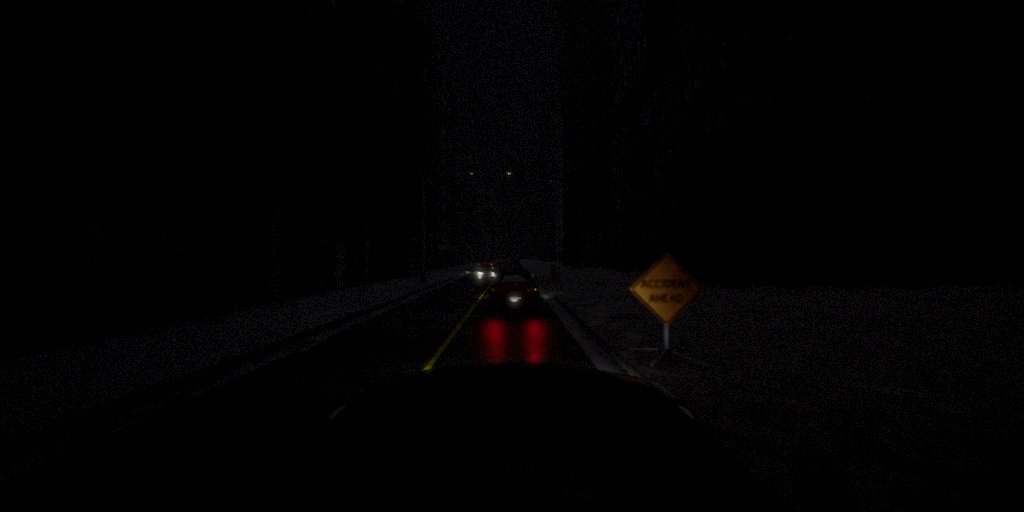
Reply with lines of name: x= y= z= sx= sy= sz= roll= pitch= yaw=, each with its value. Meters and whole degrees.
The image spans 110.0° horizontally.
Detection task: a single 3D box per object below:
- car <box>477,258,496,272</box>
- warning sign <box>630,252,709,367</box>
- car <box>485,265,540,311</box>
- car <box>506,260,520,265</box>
car: x=-3.087 y=1.028 z=44.466 sx=2.097 sy=1.767 sz=4.553 roll=0 pitch=0 yaw=0
warning sign: x=2.717 y=0.858 z=6.325 sx=1.300 sy=1.860 sz=1.060 roll=0 pitch=0 yaw=0
car: x=0.087 y=1.255 z=14.194 sx=1.812 sy=1.442 sz=4.674 roll=0 pitch=0 yaw=0
car: x=0.086 y=1.267 z=29.171 sx=1.994 sy=1.385 sz=4.181 roll=0 pitch=0 yaw=0
